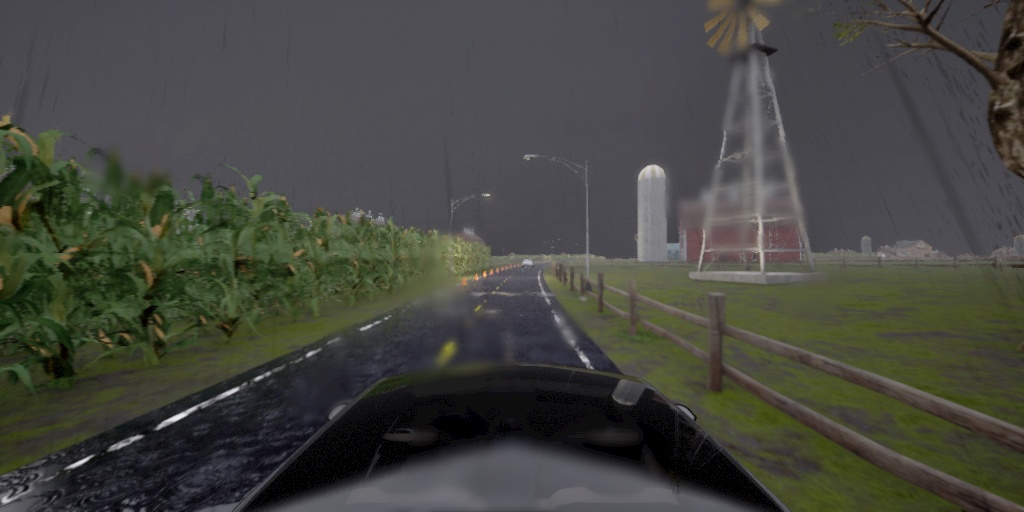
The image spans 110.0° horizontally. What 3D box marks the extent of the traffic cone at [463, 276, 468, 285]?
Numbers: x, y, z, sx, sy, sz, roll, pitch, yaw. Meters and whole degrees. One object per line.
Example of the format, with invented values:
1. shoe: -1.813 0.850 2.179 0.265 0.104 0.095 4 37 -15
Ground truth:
1. traffic cone: -3.262 1.709 24.959 0.340 0.580 0.340 0 0 3

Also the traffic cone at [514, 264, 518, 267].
1. traffic cone: 0.454 1.736 64.986 0.340 0.580 0.340 0 0 8

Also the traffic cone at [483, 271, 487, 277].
1. traffic cone: -2.651 1.715 34.994 0.340 0.580 0.340 0 0 4

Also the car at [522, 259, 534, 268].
1. car: 2.842 1.306 64.760 1.812 1.442 4.674 0 0 8

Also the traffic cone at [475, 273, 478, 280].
1. traffic cone: -2.984 1.712 29.978 0.340 0.580 0.340 0 0 3

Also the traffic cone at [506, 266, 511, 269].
1. traffic cone: -0.794 1.728 55.011 0.340 0.580 0.340 0 0 7

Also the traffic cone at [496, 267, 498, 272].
1. traffic cone: -1.828 1.721 45.012 0.340 0.580 0.340 0 0 5

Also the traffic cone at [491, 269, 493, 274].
1. traffic cone: -2.266 1.718 40.005 0.340 0.580 0.340 0 0 5
